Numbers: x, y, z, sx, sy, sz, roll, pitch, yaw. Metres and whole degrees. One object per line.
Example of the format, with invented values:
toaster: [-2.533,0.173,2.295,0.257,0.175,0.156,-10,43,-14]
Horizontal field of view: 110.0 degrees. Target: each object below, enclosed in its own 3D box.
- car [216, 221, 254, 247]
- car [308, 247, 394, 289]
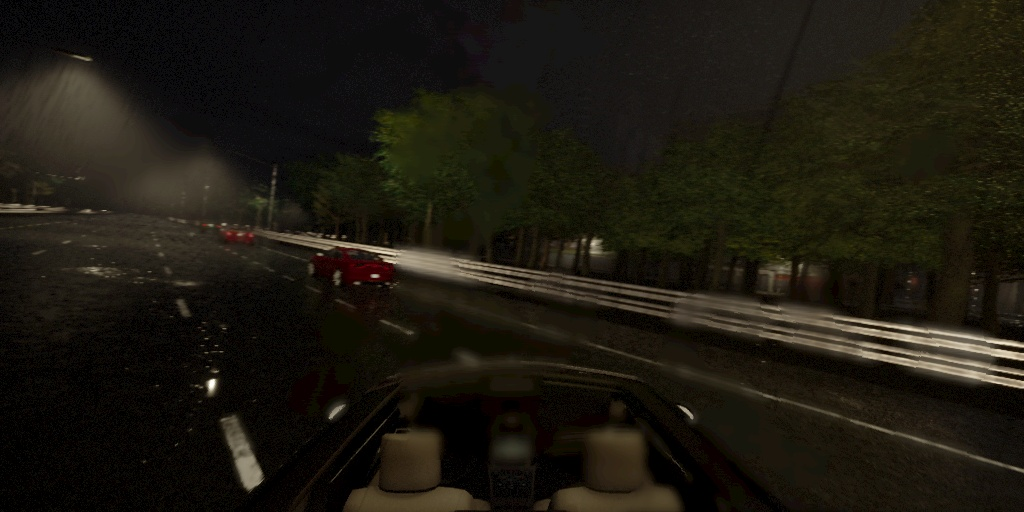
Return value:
car: [-25.254,-1.919,32.907,4.553,1.767,2.097,7,1,44]
car: [-6.743,0.377,14.821,5.008,1.535,1.882,7,1,44]
